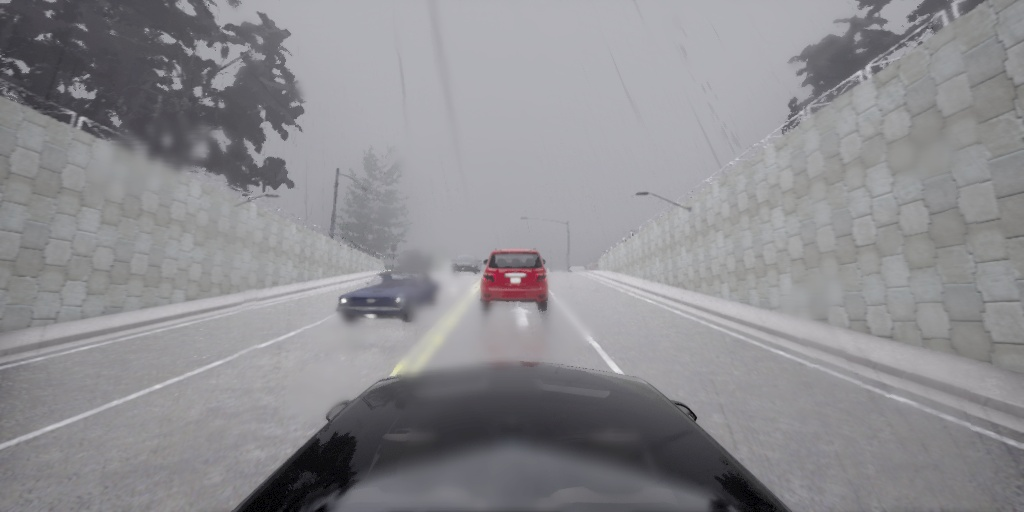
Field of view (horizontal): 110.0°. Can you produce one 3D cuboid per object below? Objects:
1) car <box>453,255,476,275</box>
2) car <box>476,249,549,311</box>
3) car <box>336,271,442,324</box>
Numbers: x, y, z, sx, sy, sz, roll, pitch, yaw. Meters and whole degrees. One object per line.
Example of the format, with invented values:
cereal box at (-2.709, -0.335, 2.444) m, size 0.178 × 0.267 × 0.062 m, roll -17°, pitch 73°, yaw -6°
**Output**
car at (-3.497, 0.664, 28.508) m, size 1.837 × 1.490 × 4.892 m, roll 0°, pitch 0°, yaw 0°
car at (0.103, 0.743, 13.246) m, size 2.150 × 2.045 × 5.566 m, roll 0°, pitch 2°, yaw 0°
car at (-3.585, 1.168, 11.329) m, size 1.895 × 1.301 × 4.718 m, roll 0°, pitch 2°, yaw 0°
